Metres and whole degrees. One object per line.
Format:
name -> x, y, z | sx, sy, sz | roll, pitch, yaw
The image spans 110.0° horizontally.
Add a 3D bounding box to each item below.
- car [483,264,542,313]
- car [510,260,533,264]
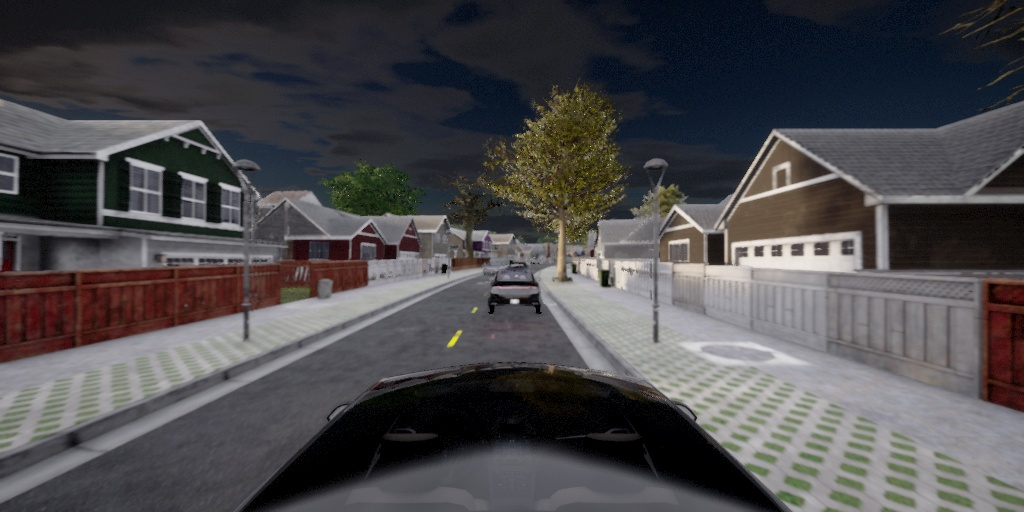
car -> 0.101, 1.235, 13.887 | 2.128, 1.511, 4.902 | 0, 0, 0
car -> 0.555, 1.238, 29.418 | 1.837, 1.490, 4.892 | 0, 0, 3
